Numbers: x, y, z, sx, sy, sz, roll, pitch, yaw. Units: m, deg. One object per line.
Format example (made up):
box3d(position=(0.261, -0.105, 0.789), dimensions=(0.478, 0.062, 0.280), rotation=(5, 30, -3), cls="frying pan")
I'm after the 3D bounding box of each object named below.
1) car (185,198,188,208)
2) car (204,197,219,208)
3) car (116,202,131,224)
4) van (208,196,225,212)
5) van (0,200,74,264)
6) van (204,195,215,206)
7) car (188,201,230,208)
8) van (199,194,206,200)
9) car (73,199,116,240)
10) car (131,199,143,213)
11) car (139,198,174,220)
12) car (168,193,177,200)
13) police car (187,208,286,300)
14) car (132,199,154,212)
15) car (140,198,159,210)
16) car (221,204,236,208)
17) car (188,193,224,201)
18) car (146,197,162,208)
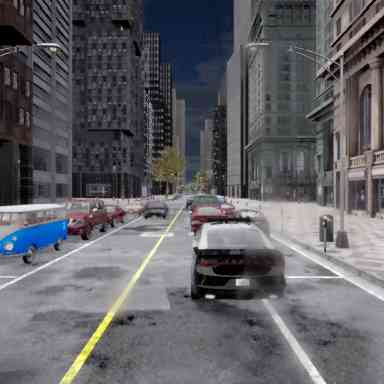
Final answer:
box3d(position=(0.143, 1.509, 47.417), dimensions=(1.837, 1.490, 4.892), rotation=(0, 0, 1), cls="car")
box3d(position=(2.898, 1.550, 50.150), dimensions=(1.887, 1.381, 4.507), rotation=(0, 0, 0), cls="car")
box3d(position=(-5.717, 1.546, 22.562), dimensions=(1.887, 1.381, 4.507), rotation=(0, 0, 0), cls="car")
box3d(position=(2.871, 1.344, 39.101), dimensions=(1.690, 1.788, 3.998), rotation=(0, 0, 0), cls="van")
box3d(position=(-5.740, 1.342, 11.511), dimensions=(1.690, 1.788, 3.998), rotation=(0, 0, 0), cls="van")
box3d(position=(2.913, 1.348, 55.675), dimensions=(1.690, 1.788, 3.998), rotation=(0, 0, 0), cls="van")
box3d(position=(0.871, 1.479, 18.458), dimensions=(1.882, 1.535, 5.008), rotation=(0, 0, -1), cls="car")
box3d(position=(2.990, 1.375, 93.660), dimensions=(1.690, 1.788, 3.998), rotation=(0, 0, 0), cls="van")
box3d(position=(-5.728, 1.316, 17.036), dimensions=(2.192, 1.841, 5.009), rotation=(0, 0, 0), cls="car")
box3d(position=(-5.693, 1.528, 33.443), dimensions=(1.752, 1.417, 4.829), rotation=(0, 0, 0), cls="car")
box3d(position=(-2.932, 1.549, 28.603), dimensions=(2.033, 1.411, 5.357), rotation=(0, 0, 0), cls="car")
box3d(position=(-5.555, 1.554, 88.112), dimensions=(1.752, 1.417, 4.829), rotation=(0, 0, 0), cls="car")
box3d(position=(0.920, 1.426, 8.578), dimensions=(1.930, 1.638, 5.238), rotation=(0, 0, 0), cls="police car")
box3d(position=(-5.681, 1.548, 39.138), dimensions=(1.887, 1.381, 4.507), rotation=(0, 0, 0), cls="car")
box3d(position=(-5.669, 1.548, 44.663), dimensions=(1.887, 1.381, 4.507), rotation=(0, 0, 0), cls="car")
box3d(position=(2.813, 1.552, 17.000), dimensions=(2.008, 1.369, 4.403), rotation=(0, 0, 0), cls="car")
box3d(position=(0.958, 1.226, 24.499), dimensions=(2.150, 2.045, 5.566), rotation=(0, 0, 0), cls="car")
box3d(position=(-5.657, 1.550, 50.189), dimensions=(1.887, 1.381, 4.507), rotation=(0, 0, 0), cls="car")
